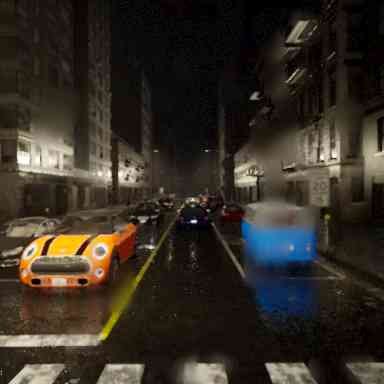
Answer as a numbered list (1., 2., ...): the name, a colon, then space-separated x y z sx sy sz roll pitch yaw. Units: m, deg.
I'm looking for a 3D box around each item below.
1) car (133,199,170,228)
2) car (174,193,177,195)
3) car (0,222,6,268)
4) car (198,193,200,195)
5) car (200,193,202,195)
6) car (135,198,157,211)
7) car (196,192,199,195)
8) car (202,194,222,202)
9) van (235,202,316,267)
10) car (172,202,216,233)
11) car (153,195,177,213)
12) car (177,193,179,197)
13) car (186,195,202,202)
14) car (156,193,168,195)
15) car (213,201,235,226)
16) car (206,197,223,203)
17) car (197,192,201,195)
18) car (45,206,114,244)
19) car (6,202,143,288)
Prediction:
1. car: -2.843 1.428 21.798 2.128 1.511 4.902 0 0 0
2. car: -5.380 1.283 84.750 1.802 1.307 4.206 0 0 0
3. car: -5.392 1.540 10.886 2.008 1.369 4.403 0 0 0
4. car: 2.641 1.293 62.024 2.008 1.369 4.403 0 0 0
5. car: 2.639 1.228 50.662 1.967 1.590 4.097 0 0 0
6. car: -5.387 1.453 39.296 1.947 1.339 4.313 0 0 0
7. car: 2.645 1.173 84.919 1.752 1.417 4.829 0 0 0
8. car: 2.636 1.149 39.299 2.192 1.841 5.009 0 0 0
9. van: 2.631 1.278 10.893 1.690 1.788 3.998 0 0 0
10. car: 0.097 1.490 19.161 1.994 1.385 4.181 0 0 0
11. car: -2.832 1.391 34.593 1.837 1.490 4.892 0 1 0
12. car: -5.379 1.228 90.431 2.008 1.369 4.403 0 0 0
13. car: 0.098 1.429 44.833 1.895 1.301 4.718 0 0 0
14. car: -5.386 1.133 56.340 2.192 1.841 5.009 0 0 0
15. car: 2.635 1.481 22.256 1.802 1.307 4.206 0 0 0
16. car: 2.637 1.439 33.619 1.802 1.307 4.206 0 0 0
17. car: 2.643 1.262 73.387 1.947 1.339 4.313 0 0 0
18. car: -5.391 1.515 16.568 1.887 1.381 4.507 0 0 0
19. car: -2.851 1.330 9.373 2.097 1.767 4.553 0 0 0
